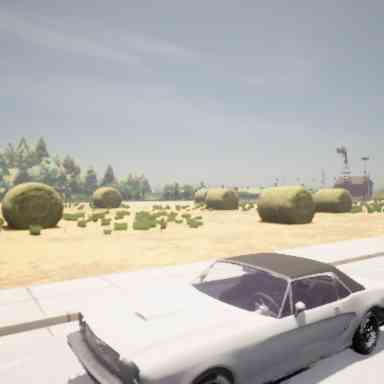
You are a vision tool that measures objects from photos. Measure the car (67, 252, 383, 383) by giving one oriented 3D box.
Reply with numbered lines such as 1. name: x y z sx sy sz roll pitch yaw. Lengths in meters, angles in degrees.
1. car: 0.872 1.615 4.593 4.718 1.301 1.895 1 0 -36
